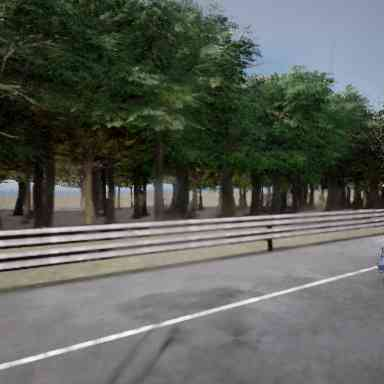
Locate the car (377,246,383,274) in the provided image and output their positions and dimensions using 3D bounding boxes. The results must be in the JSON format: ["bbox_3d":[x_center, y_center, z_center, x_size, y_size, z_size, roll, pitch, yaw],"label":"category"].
[{"bbox_3d":[7.068,1.572,8.924,5.357,1.411,2.033,0,0,-35],"label":"car"}]
